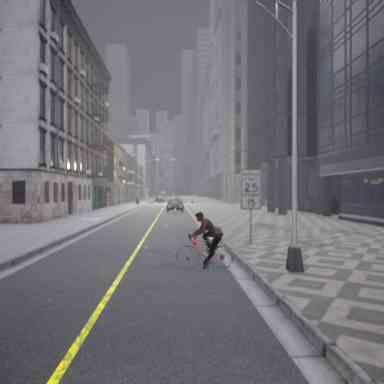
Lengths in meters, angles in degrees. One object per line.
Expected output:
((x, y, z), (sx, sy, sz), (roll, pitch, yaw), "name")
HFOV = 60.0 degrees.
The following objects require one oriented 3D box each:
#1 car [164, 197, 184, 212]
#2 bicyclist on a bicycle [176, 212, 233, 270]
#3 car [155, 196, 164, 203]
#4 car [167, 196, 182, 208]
((-1.899, 1.563, 37.580), (1.895, 1.301, 4.718), (0, 0, -3), "car")
((0.370, 1.400, 9.456), (1.656, 1.620, 0.582), (0, 0, -3), "bicyclist on a bicycle")
((-6.709, 1.559, 69.394), (1.895, 1.301, 4.718), (0, 0, -3), "car")
((-2.567, 1.447, 49.350), (2.128, 1.511, 4.902), (0, 0, -2), "car")
